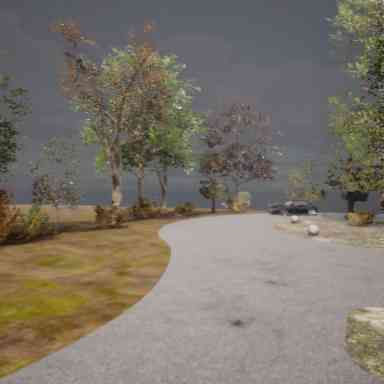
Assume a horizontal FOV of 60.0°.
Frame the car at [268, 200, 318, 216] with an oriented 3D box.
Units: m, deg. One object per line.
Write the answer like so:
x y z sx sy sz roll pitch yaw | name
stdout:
9.835 1.526 32.462 5.008 1.535 1.882 0 -1 -20 | car
